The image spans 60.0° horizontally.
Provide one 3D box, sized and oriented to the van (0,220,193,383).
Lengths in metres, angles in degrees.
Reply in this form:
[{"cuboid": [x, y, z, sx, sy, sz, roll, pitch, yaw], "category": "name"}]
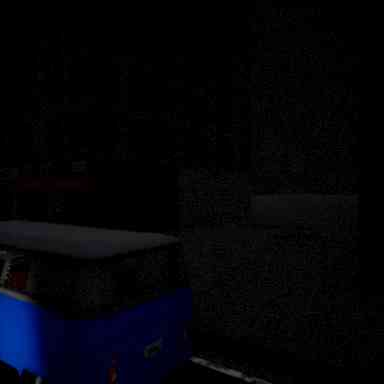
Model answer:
[{"cuboid": [-1.899, 1.338, 4.432, 3.998, 1.788, 1.690, 0, 0, 35], "category": "van"}]
